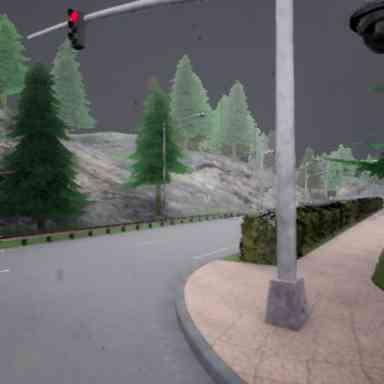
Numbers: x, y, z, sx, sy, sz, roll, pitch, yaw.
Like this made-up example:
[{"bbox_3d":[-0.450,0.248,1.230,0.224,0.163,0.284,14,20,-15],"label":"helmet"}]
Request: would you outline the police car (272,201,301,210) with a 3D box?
[{"bbox_3d":[10.198,1.496,36.009,2.038,1.542,4.974,-1,0,33],"label":"police car"}]
